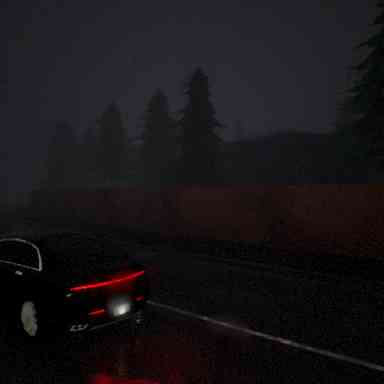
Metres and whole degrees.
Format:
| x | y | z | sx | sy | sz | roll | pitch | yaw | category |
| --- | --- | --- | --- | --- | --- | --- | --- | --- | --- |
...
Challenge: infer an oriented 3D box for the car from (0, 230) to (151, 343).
| x | y | z | sx | sy | sz | roll | pitch | yaw | category |
| --- | --- | --- | --- | --- | --- | --- | --- | --- | --- |
| -2.922 | 1.514 | 6.544 | 4.892 | 1.490 | 1.837 | 0 | 0 | 39 | car |
